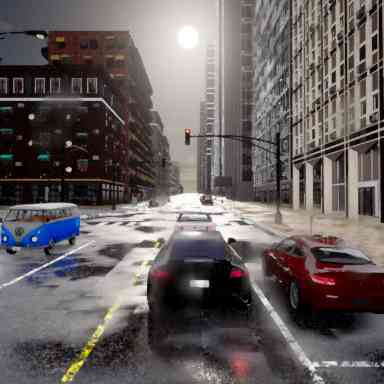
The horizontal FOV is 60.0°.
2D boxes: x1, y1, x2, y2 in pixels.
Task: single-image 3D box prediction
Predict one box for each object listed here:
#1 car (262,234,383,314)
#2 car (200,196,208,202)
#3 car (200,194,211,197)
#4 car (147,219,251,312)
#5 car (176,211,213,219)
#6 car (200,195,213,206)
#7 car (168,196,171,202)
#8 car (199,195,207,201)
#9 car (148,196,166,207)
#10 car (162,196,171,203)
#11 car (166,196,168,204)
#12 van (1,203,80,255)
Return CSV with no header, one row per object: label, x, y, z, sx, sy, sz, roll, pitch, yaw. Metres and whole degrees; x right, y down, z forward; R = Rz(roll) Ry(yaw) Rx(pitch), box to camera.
car,2.708,1.584,7.332,1.802,1.307,4.206,1,0,0
car,2.775,1.599,79.208,1.802,1.307,4.206,1,0,0
car,2.764,1.330,62.244,2.192,1.841,5.009,1,0,0
car,0.112,1.566,7.797,1.994,1.385,4.181,0,0,-1
car,0.111,1.606,16.614,1.895,1.301,4.718,0,0,0
car,2.754,1.596,56.589,1.802,1.307,4.206,1,0,0
car,-5.620,1.580,62.249,1.947,1.339,4.313,1,0,0
car,2.781,1.569,84.862,2.008,1.369,4.403,1,0,0
car,-5.631,1.563,50.940,2.008,1.369,4.403,1,0,0
car,-5.610,1.598,73.558,1.802,1.307,4.206,1,0,0
car,-5.625,1.564,56.594,2.008,1.369,4.403,1,0,0
van,-5.750,1.345,13.024,1.690,1.788,3.998,1,0,0
